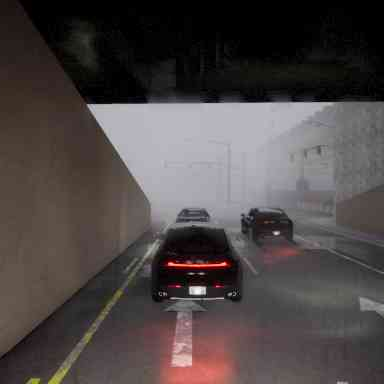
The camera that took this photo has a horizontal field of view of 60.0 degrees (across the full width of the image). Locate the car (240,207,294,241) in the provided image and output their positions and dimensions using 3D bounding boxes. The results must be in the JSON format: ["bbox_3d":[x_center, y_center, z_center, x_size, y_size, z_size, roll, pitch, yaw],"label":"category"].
[{"bbox_3d":[3.625,1.504,16.641,1.837,1.490,4.892,0,0,0],"label":"car"}]

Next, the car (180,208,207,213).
[{"bbox_3d":[0.100,1.547,18.085,2.033,1.411,5.357,0,0,3],"label":"car"}]

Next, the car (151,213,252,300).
[{"bbox_3d":[0.105,1.505,8.339,1.837,1.490,4.892,0,0,0],"label":"car"}]

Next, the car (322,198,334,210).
[{"bbox_3d":[17.612,1.453,40.633,4.974,1.542,2.038,0,0,-45],"label":"car"}]

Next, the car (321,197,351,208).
[{"bbox_3d":[17.649,1.295,40.670,4.536,1.218,1.853,0,0,-45],"label":"car"}]
